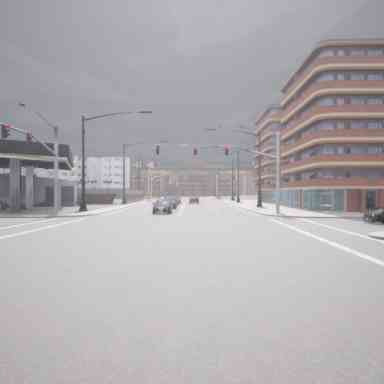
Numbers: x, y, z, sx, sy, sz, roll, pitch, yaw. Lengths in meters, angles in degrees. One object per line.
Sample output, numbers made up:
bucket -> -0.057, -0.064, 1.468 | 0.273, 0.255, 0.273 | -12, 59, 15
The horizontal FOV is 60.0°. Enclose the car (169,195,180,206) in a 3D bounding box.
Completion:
car -> -3.131, 1.358, 44.916 | 2.097, 1.767, 4.553 | 0, 0, 0

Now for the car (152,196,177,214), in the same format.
car -> -3.074, 1.496, 35.198 | 2.128, 1.511, 4.902 | 0, 0, 0

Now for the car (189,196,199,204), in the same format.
car -> 0.434, 1.535, 65.791 | 1.812, 1.442, 4.674 | 0, 0, 0

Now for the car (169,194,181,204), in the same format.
car -> -3.205, 1.361, 65.088 | 2.097, 1.767, 4.553 | 0, 0, 0

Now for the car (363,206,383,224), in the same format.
car -> 14.724, 1.355, 23.647 | 4.553, 1.767, 2.097 | 0, 0, 1

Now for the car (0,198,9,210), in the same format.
car -> -23.942, 1.461, 39.392 | 3.806, 1.475, 1.970 | 0, 0, 1
